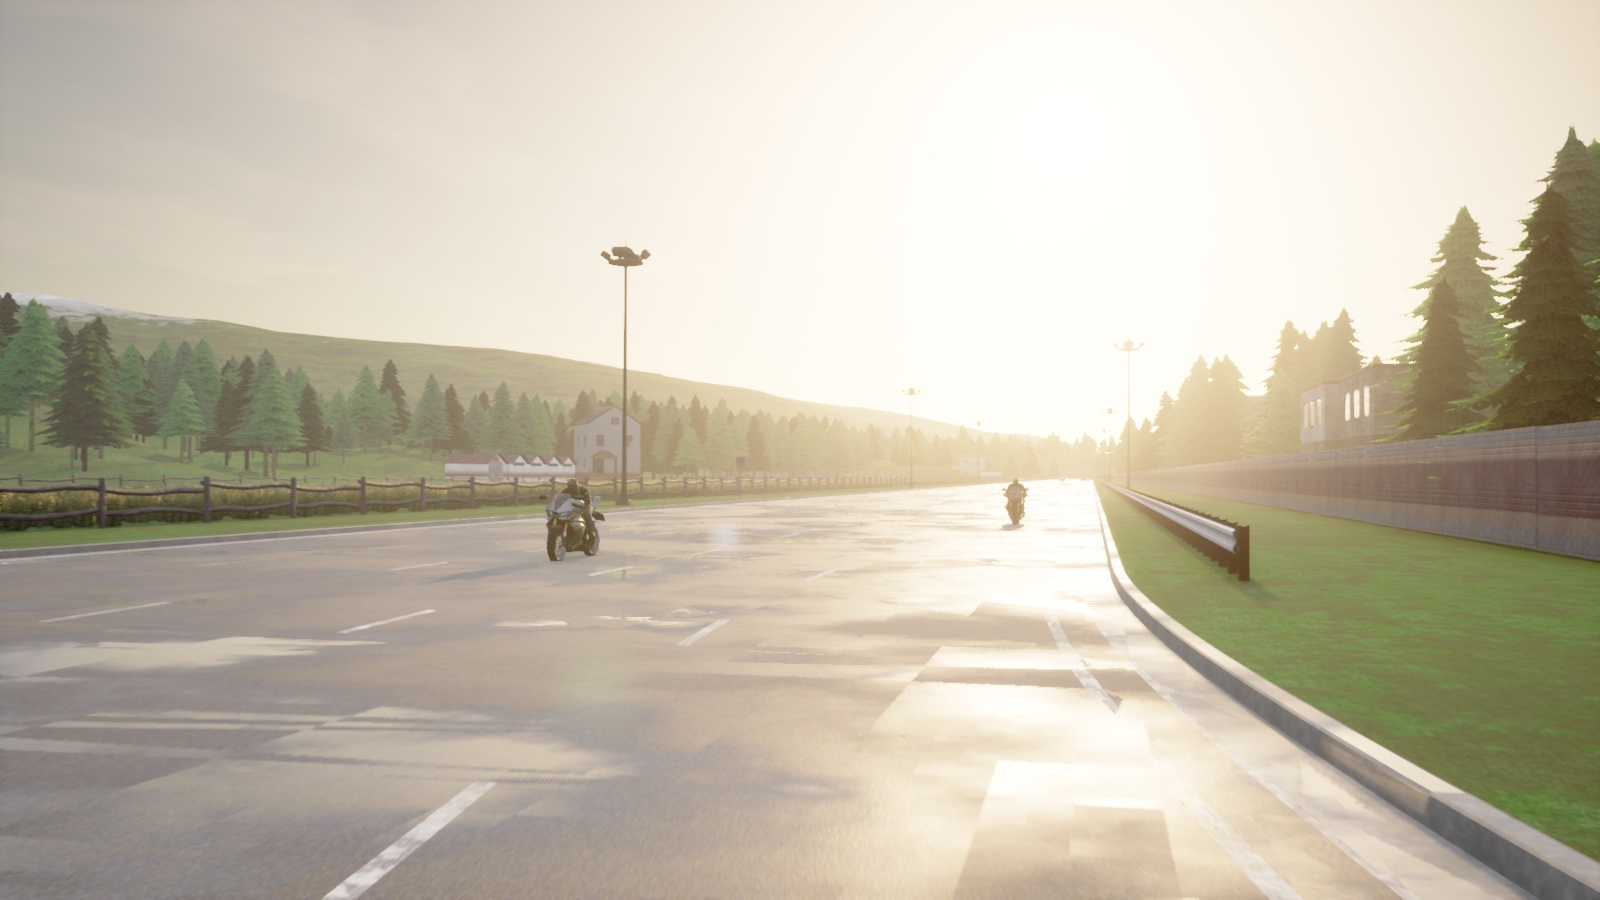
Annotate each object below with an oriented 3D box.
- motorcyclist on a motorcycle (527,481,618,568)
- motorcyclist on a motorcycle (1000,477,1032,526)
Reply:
[{"bbox_3d":[-4.205,1.343,23.413,0.866,1.530,2.191,0,-1,13],"label":"motorcyclist on a motorcycle"},{"bbox_3d":[7.046,1.654,40.870,0.866,1.530,2.191,0,-1,13],"label":"motorcyclist on a motorcycle"}]
